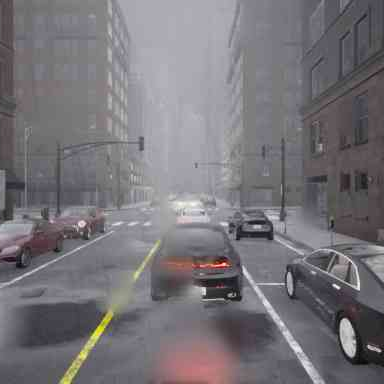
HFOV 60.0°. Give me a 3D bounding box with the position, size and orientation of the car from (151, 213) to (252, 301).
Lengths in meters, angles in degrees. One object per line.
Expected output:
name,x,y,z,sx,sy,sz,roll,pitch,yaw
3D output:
car,0.098,1.505,8.294,1.837,1.490,4.892,0,0,0

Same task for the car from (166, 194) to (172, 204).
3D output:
car,-5.617,1.606,64.550,2.008,1.369,4.403,0,0,0

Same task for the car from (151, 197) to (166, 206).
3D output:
car,-5.636,1.617,53.733,1.802,1.307,4.206,0,0,0

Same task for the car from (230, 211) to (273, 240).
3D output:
car,2.855,1.566,16.630,1.947,1.339,4.313,0,0,0

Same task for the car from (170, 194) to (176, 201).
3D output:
car,-5.588,1.625,80.605,1.752,1.417,4.829,0,0,0

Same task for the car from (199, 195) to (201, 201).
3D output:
car,2.908,1.606,64.538,2.008,1.369,4.403,0,0,0

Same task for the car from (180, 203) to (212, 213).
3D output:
car,0.082,1.526,17.442,1.812,1.442,4.674,0,0,-1

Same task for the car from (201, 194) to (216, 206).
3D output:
car,2.888,1.475,53.720,1.967,1.590,4.097,0,0,0

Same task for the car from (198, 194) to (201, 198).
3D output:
car,2.927,1.523,75.356,1.967,1.590,4.097,0,0,0

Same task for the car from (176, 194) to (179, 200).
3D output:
car,-5.570,1.456,91.593,2.192,1.841,5.009,0,0,0

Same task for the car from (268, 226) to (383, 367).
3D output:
car,2.855,1.550,5.627,2.008,1.369,4.403,0,0,0

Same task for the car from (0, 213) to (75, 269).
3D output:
car,-5.670,1.582,11.128,1.802,1.307,4.206,0,0,0

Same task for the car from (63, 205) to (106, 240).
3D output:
car,-5.670,1.440,16.630,1.967,1.590,4.097,0,0,0
